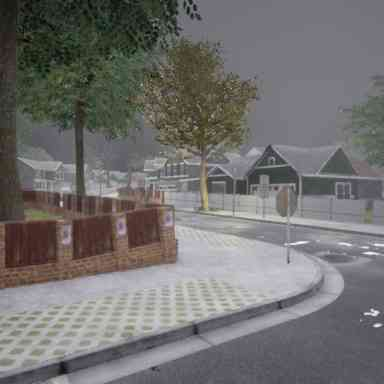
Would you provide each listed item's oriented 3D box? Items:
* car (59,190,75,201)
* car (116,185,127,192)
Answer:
[{"bbox_3d":[-17.855,0.477,47.166,1.837,1.490,4.892,0,1,-31],"label":"car"},{"bbox_3d":[-19.516,-0.889,91.684,1.812,1.442,4.674,0,2,-1],"label":"car"}]
